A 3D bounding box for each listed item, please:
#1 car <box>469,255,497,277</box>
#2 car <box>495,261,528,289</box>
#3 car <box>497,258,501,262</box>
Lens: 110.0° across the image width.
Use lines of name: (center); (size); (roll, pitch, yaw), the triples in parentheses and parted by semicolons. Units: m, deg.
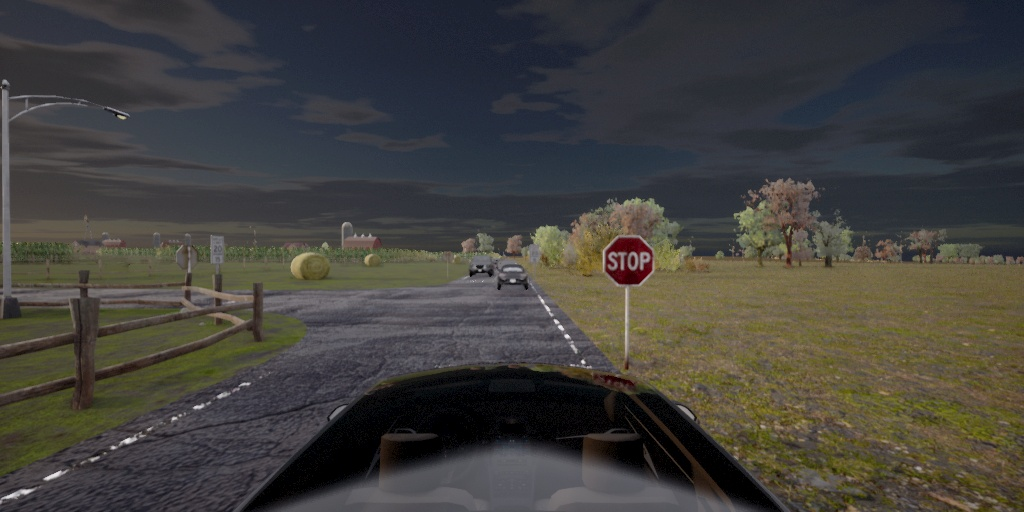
car: (-2.939, 0.967, 35.305); (2.150, 2.045, 5.566); (0, 0, 0)
car: (0.041, 1.270, 23.115); (1.812, 1.442, 4.674); (0, 0, 0)
car: (-2.969, 1.319, 51.663); (1.994, 1.385, 4.181); (0, 0, 0)
